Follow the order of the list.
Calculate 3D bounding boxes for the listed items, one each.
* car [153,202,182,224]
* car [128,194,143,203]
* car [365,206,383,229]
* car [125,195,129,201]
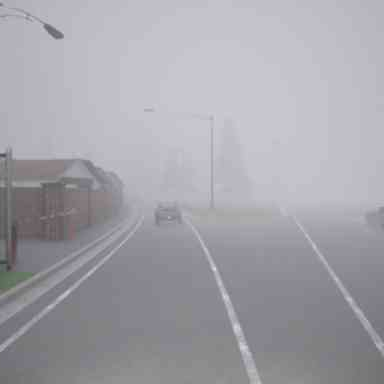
[{"bbox_3d":[-1.803,1.486,24.378,2.128,1.511,4.902,0,0,-7],"label":"car"},{"bbox_3d":[-11.616,1.550,70.200,1.994,1.385,4.181,0,0,-19],"label":"car"},{"bbox_3d":[12.371,1.551,20.911,1.895,1.301,4.718,0,0,14],"label":"car"},{"bbox_3d":[-14.806,1.322,79.370,1.882,1.535,5.008,0,0,-22],"label":"car"}]
